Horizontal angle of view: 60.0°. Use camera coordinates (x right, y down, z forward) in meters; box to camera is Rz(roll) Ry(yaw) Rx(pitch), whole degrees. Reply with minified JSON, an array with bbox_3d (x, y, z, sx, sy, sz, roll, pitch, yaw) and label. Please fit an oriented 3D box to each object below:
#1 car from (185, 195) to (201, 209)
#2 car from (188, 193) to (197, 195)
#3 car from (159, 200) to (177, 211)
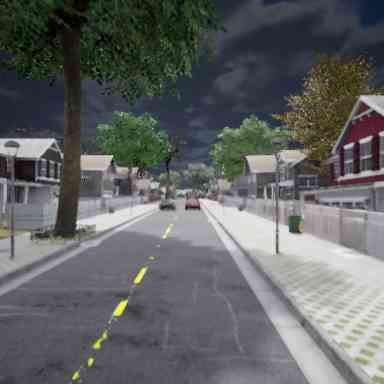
[{"bbox_3d":[0.109,1.519,44.011,1.994,1.385,4.181,0,0,0],"label":"car"},{"bbox_3d":[0.113,1.228,63.439,2.150,2.045,5.566,0,0,0],"label":"car"},{"bbox_3d":[-2.831,1.551,39.395,1.895,1.301,4.718,0,0,0],"label":"car"}]
